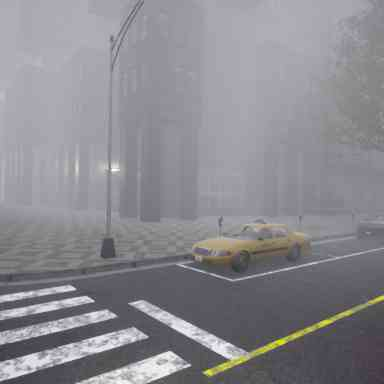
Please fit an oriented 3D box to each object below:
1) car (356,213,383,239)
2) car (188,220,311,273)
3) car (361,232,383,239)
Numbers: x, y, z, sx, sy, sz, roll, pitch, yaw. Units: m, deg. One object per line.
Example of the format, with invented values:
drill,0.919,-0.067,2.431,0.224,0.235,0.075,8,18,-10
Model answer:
car,10.472,1.808,17.832,4.507,1.381,1.887,1,0,-39
car,2.076,1.632,11.121,4.829,1.417,1.752,1,0,-39
car,5.595,1.603,6.552,4.902,1.511,2.128,1,-1,-39
